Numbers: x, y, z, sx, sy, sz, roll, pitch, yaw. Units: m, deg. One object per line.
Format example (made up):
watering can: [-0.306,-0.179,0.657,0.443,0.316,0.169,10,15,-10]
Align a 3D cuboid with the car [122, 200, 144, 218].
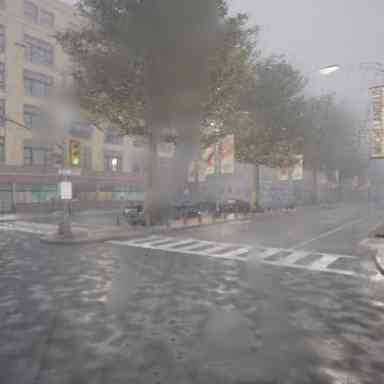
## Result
car: [-4.272,1.489,30.774,2.128,1.511,4.902,0,0,36]

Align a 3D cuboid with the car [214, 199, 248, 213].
car: [4.697,1.523,37.355,1.812,1.442,4.674,0,0,35]

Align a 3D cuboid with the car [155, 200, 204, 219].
car: [-1.145,1.562,29.149,1.994,1.385,4.181,0,0,35]

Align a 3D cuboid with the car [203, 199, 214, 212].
car: [1.500,1.561,38.907,1.994,1.385,4.181,0,0,36]
